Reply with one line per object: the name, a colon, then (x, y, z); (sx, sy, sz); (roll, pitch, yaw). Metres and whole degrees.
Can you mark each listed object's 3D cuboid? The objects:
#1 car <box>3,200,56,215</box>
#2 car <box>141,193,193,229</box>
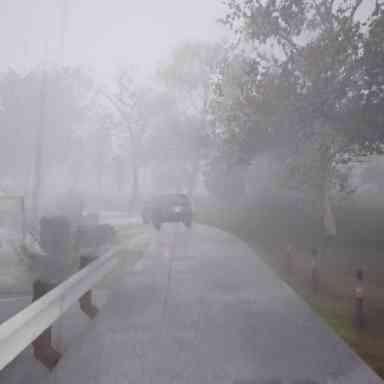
car: (-15.387, 1.440, 31.390); (4.718, 1.301, 1.895); (0, 5, 9)
car: (-1.709, 1.096, 21.064); (2.150, 2.045, 5.566); (-2, 1, -20)
